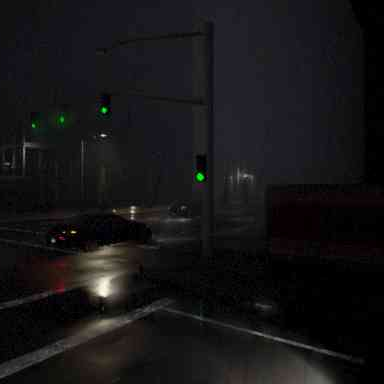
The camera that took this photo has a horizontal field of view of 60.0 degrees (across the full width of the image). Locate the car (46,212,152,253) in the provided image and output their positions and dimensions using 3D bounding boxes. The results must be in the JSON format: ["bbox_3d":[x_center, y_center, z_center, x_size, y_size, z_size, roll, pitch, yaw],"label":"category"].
[{"bbox_3d":[-3.730,1.582,14.022,1.812,1.442,4.674,0,0,36],"label":"car"}]

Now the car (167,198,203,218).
[{"bbox_3d":[-0.281,1.406,31.016,2.097,1.767,4.553,0,0,36],"label":"car"}]

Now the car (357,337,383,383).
[{"bbox_3d":[3.601,1.547,1.422,5.357,1.411,2.033,0,0,35],"label":"car"}]
